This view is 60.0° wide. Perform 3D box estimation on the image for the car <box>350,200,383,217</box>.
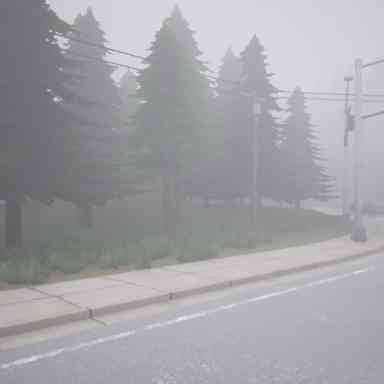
[{"bbox_3d":[17.200,1.558,32.102,1.837,1.490,4.892,1,0,-5],"label":"car"}]
